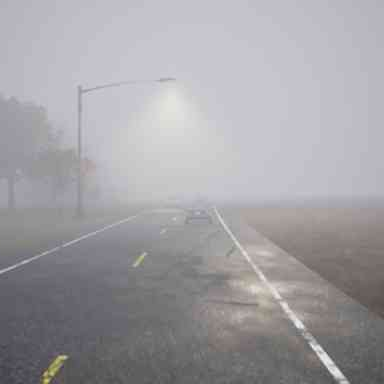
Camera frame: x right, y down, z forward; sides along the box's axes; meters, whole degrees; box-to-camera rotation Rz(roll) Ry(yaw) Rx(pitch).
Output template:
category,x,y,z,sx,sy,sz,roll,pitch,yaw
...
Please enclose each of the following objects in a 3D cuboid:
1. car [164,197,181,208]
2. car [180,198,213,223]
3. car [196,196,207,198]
category,x,y,z,sx,sy,sz,roll,pitch,yaw
car,-2.383,1.265,41.922,1.895,1.301,4.718,0,0,3
car,0.487,1.362,23.581,2.033,1.411,5.357,0,0,2
car,1.217,1.194,41.397,1.812,1.442,4.674,0,1,3
